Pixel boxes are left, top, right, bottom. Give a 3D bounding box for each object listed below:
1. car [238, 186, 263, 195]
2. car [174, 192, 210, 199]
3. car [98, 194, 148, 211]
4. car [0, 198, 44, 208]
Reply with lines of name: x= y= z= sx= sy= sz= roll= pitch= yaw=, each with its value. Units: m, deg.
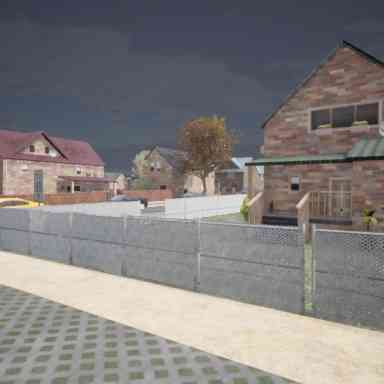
car: x=9.000 y=0.071 z=50.263 sx=2.150 sy=2.045 sz=5.566 roll=1 pitch=2 yaw=35
car: x=0.060 y=0.745 z=37.867 sx=2.033 sy=1.411 sz=5.357 roll=1 pitch=2 yaw=36
car: x=-6.053 y=0.923 z=29.290 sx=1.882 sy=1.535 sz=5.008 roll=1 pitch=2 yaw=35
car: x=-11.919 y=1.161 z=21.050 sx=1.882 sy=1.535 sz=5.008 roll=1 pitch=2 yaw=35
